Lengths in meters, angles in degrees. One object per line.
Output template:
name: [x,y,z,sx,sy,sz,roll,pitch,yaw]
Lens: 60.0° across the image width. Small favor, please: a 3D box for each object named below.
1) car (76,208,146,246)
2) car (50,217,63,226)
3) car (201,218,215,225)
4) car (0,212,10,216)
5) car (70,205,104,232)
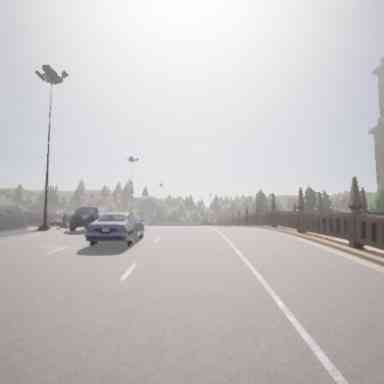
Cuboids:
car: [-3.421,1.641,15.696,2.033,1.411,5.357,0,-2,0]
car: [-21.059,4.781,53.559,2.033,1.411,5.357,0,-6,1]
car: [4.075,8.400,93.970,2.150,2.045,5.566,-2,-6,15]
car: [-14.107,2.036,23.172,1.895,1.301,4.718,0,-3,0]
car: [-6.914,1.811,23.574,2.097,1.767,4.553,0,-3,0]
